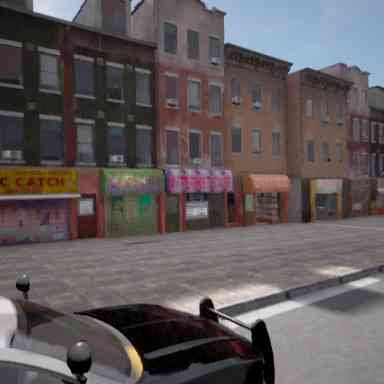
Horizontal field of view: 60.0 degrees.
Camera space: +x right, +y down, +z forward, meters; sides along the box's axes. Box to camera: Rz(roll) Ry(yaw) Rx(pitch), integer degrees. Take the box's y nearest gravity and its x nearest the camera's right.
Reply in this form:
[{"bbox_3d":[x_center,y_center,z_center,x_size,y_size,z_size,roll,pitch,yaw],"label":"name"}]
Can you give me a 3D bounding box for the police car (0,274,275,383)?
[{"bbox_3d":[-1.544,1.419,2.179,5.238,1.638,1.930,0,0,-35],"label":"police car"}]
